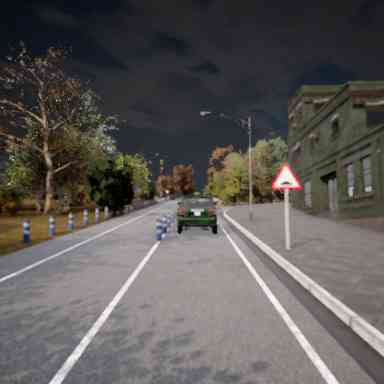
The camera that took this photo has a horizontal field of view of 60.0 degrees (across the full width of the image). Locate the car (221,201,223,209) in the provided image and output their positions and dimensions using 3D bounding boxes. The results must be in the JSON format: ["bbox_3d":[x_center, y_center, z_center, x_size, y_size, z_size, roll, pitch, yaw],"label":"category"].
[{"bbox_3d":[2.059,1.281,37.755,1.882,1.535,5.008,-2,0,20],"label":"car"}]

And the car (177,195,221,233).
[{"bbox_3d":[0.303,1.169,19.477,2.150,2.045,5.566,0,0,1],"label":"car"}]
